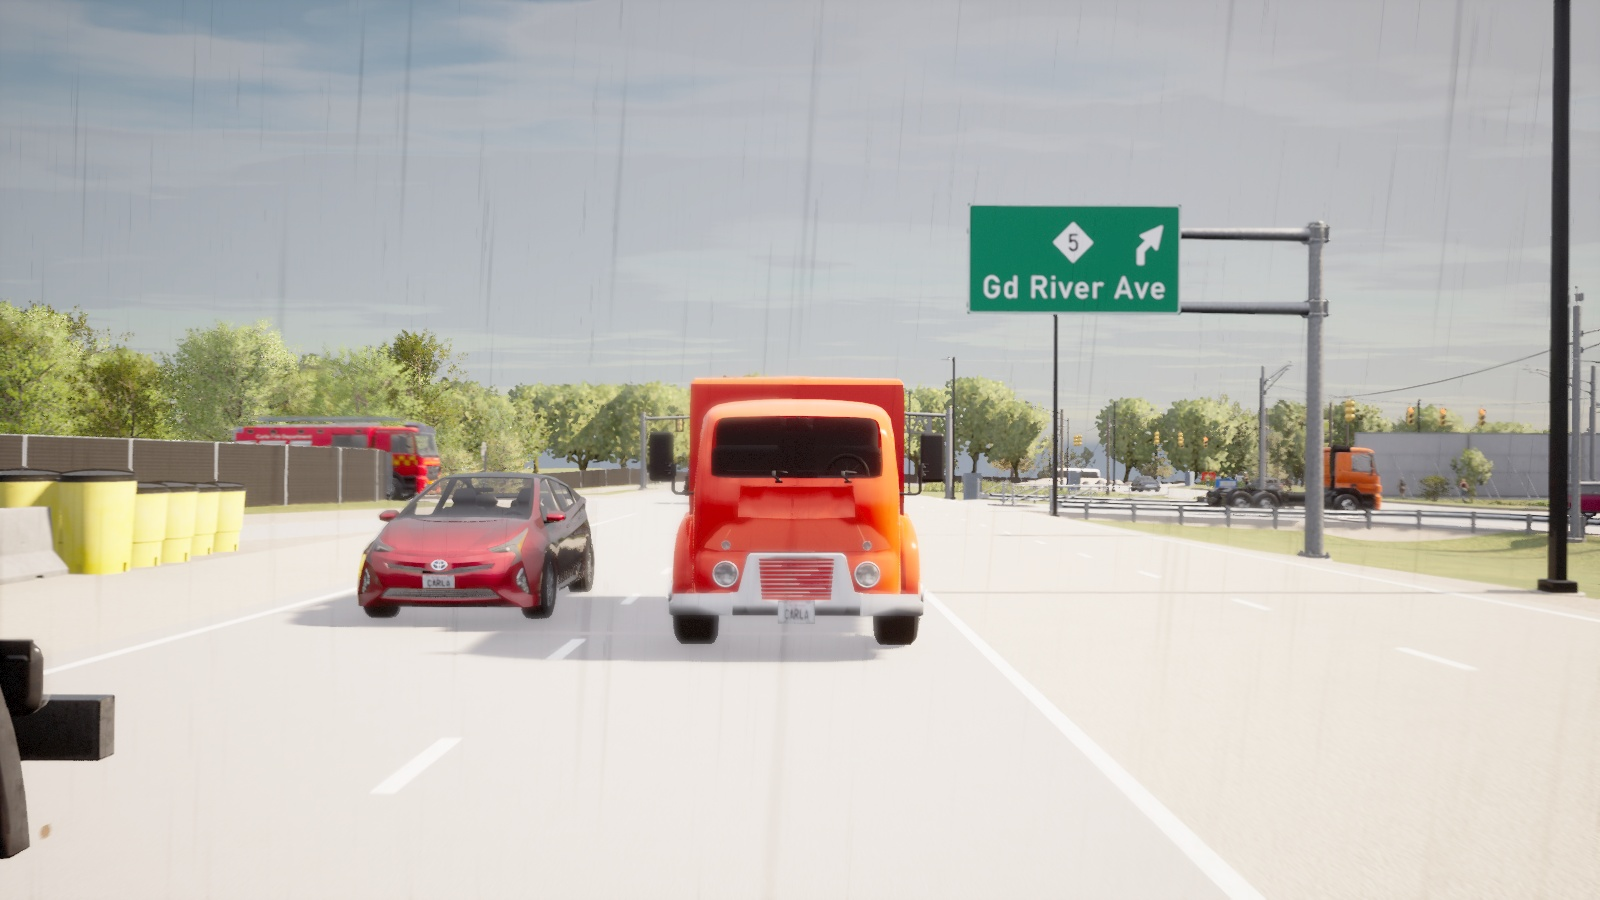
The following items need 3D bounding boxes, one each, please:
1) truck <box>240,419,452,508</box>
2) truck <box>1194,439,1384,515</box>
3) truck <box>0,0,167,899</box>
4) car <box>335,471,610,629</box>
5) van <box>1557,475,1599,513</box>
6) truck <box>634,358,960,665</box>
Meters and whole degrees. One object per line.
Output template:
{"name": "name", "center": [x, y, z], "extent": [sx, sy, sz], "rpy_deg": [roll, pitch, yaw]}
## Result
{"name": "truck", "center": [-20.313, 0.603, 56.481], "extent": [8.468, 3.827, 2.891], "rpy_deg": [-1, 0, -1]}
{"name": "truck", "center": [23.361, 1.273, 60.258], "extent": [7.936, 3.462, 2.891], "rpy_deg": [1, -1, -1]}
{"name": "truck", "center": [-3.504, -0.151, 0.119], "extent": [2.891, 3.462, 7.936], "rpy_deg": [0, -1, 0]}
{"name": "car", "center": [-3.534, 1.012, 14.515], "extent": [2.007, 1.525, 4.514], "rpy_deg": [0, -1, 0]}
{"name": "van", "center": [42.229, 2.294, 65.446], "extent": [1.775, 1.987, 4.442], "rpy_deg": [0, -1, -33]}
{"name": "truck", "center": [-0.032, 0.537, 12.756], "extent": [2.627, 2.467, 5.204], "rpy_deg": [0, -1, 0]}
